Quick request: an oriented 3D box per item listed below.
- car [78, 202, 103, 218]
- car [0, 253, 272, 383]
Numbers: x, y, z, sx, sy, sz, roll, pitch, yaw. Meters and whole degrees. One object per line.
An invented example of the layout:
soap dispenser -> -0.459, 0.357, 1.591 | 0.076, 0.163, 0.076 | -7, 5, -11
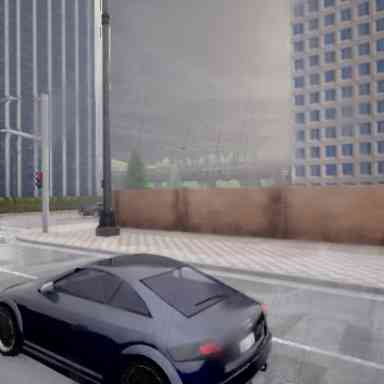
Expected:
car -> -9.206, 1.805, 33.885 | 1.837, 1.490, 4.892 | -1, -1, 35
car -> -1.042, 1.603, 4.730 | 4.181, 1.385, 1.994 | -1, 0, 35
